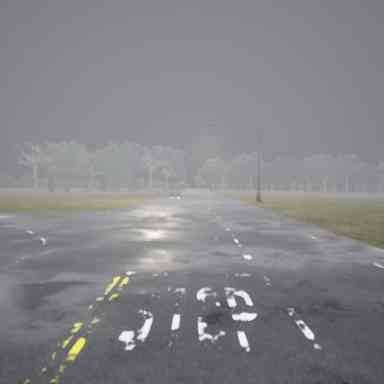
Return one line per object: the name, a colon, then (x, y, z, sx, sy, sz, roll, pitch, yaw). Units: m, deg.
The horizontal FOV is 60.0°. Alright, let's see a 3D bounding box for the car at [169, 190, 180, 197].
car: (-3.310, 0.303, 64.823, 1.994, 1.385, 4.181, 0, 1, 0)
